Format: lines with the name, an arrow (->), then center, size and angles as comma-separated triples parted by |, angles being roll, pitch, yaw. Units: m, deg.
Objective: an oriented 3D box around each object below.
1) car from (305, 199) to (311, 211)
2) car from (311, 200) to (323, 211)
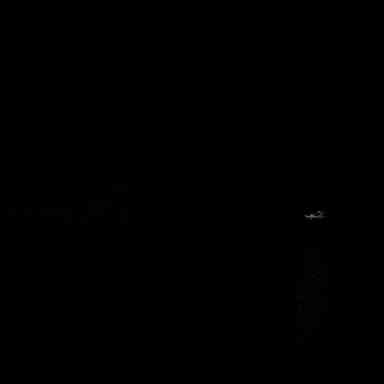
car -> 11.269, 1.547, 37.854 | 2.128, 1.511, 4.902 | 0, 0, -3
car -> 14.360, 1.606, 42.138 | 2.033, 1.411, 5.357 | 0, 0, -10
